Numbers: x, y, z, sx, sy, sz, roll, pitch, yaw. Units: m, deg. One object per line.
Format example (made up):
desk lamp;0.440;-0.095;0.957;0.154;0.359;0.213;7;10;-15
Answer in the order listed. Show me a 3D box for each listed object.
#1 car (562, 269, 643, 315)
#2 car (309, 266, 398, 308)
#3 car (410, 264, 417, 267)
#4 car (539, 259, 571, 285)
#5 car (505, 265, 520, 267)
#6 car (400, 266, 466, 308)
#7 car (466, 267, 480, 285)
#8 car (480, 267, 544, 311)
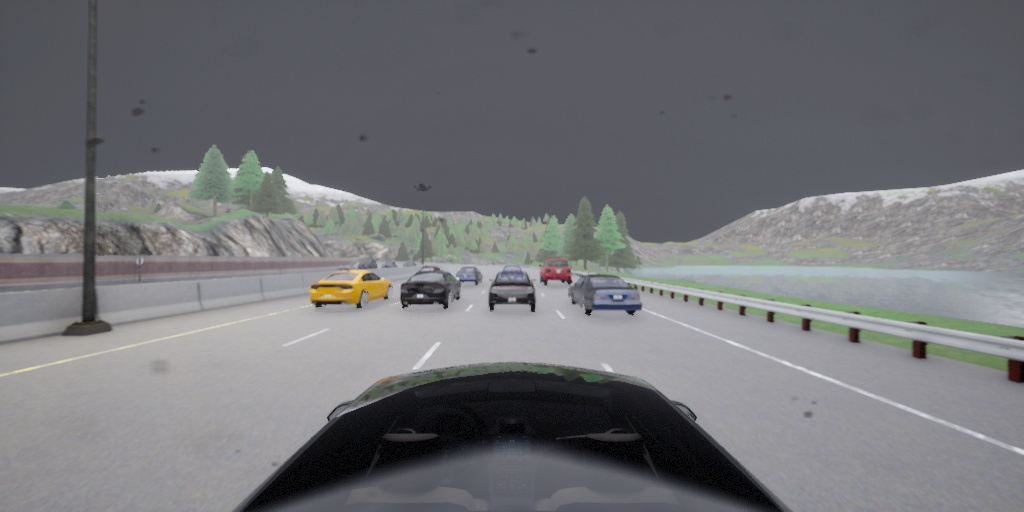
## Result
car;3.512;1.434;14.370;2.033;1.411;5.357;0;-1;0
car;-6.975;1.382;16.092;1.882;1.535;5.008;0;0;0
car;-6.977;1.588;30.736;1.812;1.442;4.674;0;0;0
car;3.511;1.274;29.419;2.150;2.045;5.566;0;0;0
car;0.026;1.544;31.095;1.882;1.535;5.008;0;0;0
car;-3.474;1.382;16.088;1.882;1.535;5.008;0;0;0
car;-3.491;1.596;29.381;2.033;1.411;5.357;0;-1;1
car;0.020;1.390;15.340;2.128;1.511;4.902;0;0;0
